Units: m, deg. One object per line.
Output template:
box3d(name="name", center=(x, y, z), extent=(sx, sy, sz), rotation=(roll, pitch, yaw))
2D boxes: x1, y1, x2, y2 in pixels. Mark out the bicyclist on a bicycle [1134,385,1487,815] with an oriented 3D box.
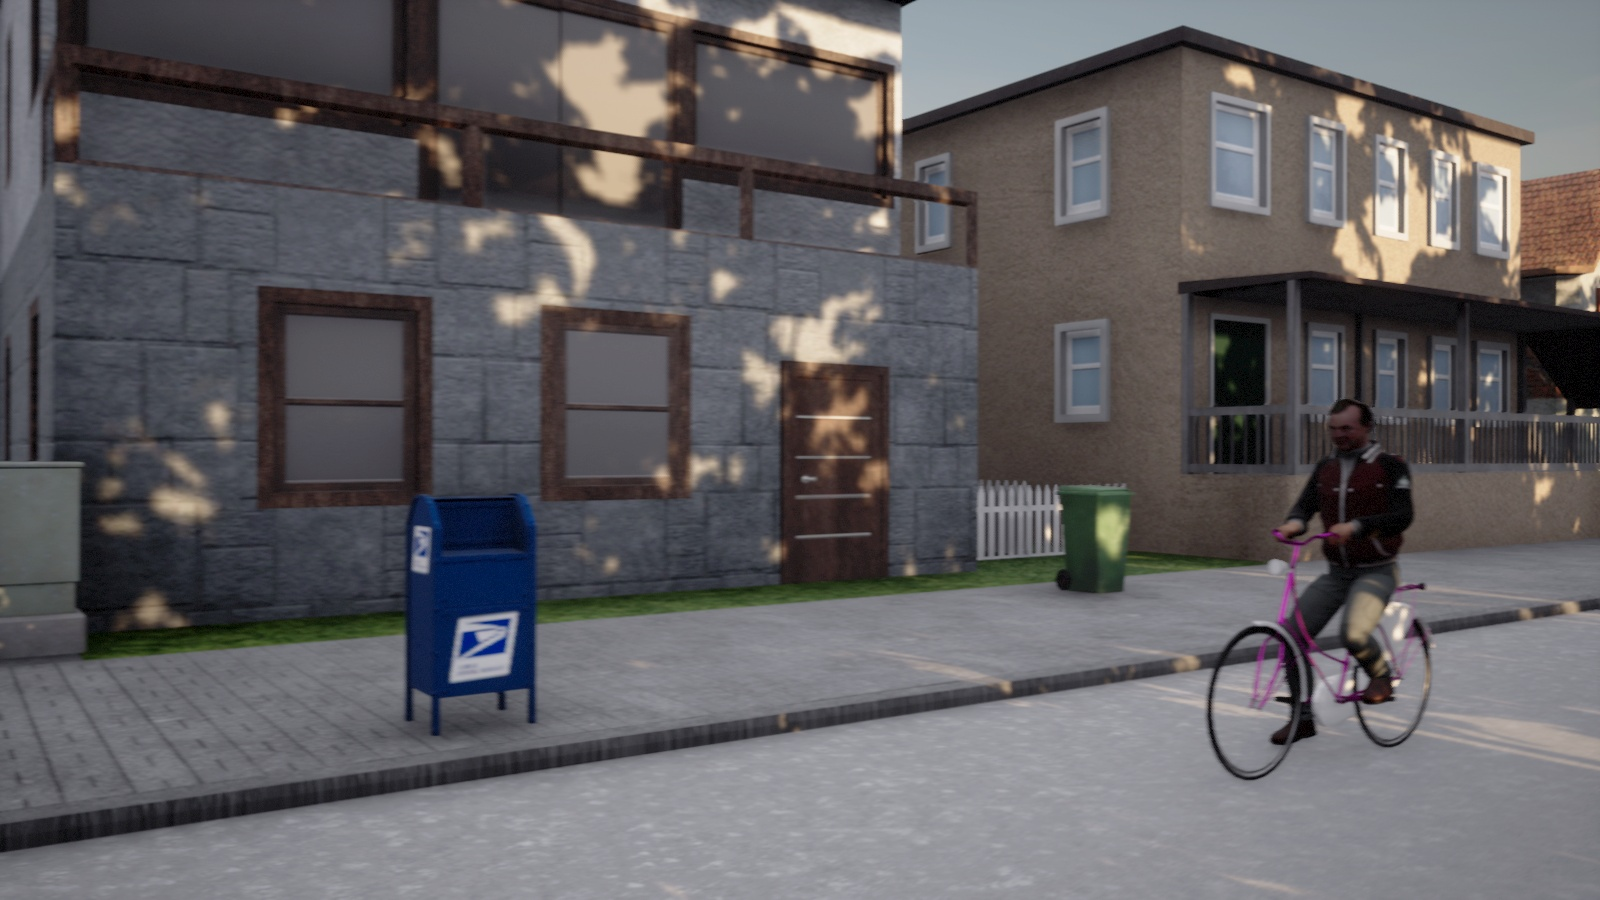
box3d(name="bicyclist on a bicycle", center=(2.468, 0.625, 5.987), extent=(1.843, 1.776, 0.659), rotation=(0, 0, -35))
